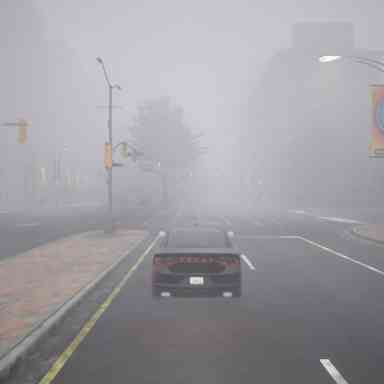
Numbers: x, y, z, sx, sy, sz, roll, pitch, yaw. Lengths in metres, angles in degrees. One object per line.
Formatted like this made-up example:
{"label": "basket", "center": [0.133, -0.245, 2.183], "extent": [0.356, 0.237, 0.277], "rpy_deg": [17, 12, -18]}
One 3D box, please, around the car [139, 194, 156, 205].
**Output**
{"label": "car", "center": [-7.847, 1.501, 56.467], "extent": [1.837, 1.490, 4.892], "rpy_deg": [0, 0, 1]}

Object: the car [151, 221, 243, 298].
{"label": "car", "center": [0.114, 1.477, 8.614], "extent": [1.882, 1.535, 5.008], "rpy_deg": [0, 0, 1]}

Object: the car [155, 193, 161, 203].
{"label": "car", "center": [-7.761, 1.522, 65.726], "extent": [1.812, 1.442, 4.674], "rpy_deg": [0, 0, 1]}

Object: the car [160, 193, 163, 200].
{"label": "car", "center": [-7.682, 1.221, 76.477], "extent": [2.150, 2.045, 5.566], "rpy_deg": [0, 0, 0]}

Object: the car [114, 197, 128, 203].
{"label": "car", "center": [-14.468, 1.591, 67.839], "extent": [1.895, 1.301, 4.718], "rpy_deg": [0, 0, 0]}
